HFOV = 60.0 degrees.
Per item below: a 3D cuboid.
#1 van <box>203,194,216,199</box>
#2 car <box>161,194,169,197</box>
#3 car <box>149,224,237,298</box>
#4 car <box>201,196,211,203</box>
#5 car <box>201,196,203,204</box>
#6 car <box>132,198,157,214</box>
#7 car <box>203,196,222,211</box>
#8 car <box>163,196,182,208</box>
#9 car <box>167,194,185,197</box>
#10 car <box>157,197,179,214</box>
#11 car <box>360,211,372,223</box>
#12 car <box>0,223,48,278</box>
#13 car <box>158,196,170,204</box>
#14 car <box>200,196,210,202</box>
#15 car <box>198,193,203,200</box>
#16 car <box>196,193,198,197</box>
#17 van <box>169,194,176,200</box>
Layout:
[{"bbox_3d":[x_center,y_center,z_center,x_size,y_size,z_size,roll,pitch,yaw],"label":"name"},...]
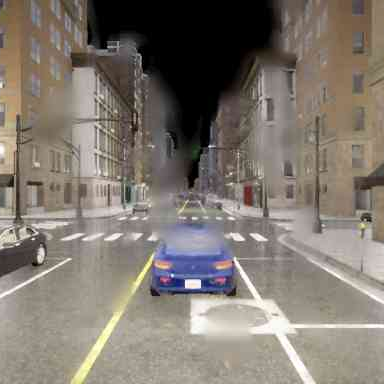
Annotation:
[{"bbox_3d":[2.773,1.335,46.441,1.690,1.788,3.998,0,0,0],"label":"van"},{"bbox_3d":[-5.248,1.433,57.276,1.967,1.590,4.097,0,0,0],"label":"car"},{"bbox_3d":[0.045,1.525,8.427,1.812,1.442,4.674,0,0,1],"label":"car"},{"bbox_3d":[2.839,1.557,68.066,1.947,1.339,4.313,0,0,0],"label":"car"},{"bbox_3d":[2.789,1.575,51.848,1.802,1.307,4.206,0,0,0],"label":"car"},{"bbox_3d":[-5.288,1.546,35.651,2.008,1.369,4.403,0,0,0],"label":"car"},{"bbox_3d":[2.756,1.545,41.035,2.008,1.369,4.403,0,0,0],"label":"car"},{"bbox_3d":[-2.719,1.595,46.092,1.895,1.301,4.718,0,0,0],"label":"car"},{"bbox_3d":[-2.674,1.557,56.414,1.994,1.385,4.181,0,0,1],"label":"car"},{"bbox_3d":[-2.758,1.560,35.979,1.994,1.385,4.181,0,0,1],"label":"car"},{"bbox_3d":[15.136,1.636,23.956,5.357,1.411,2.033,0,0,0],"label":"car"},{"bbox_3d":[-5.362,1.550,8.775,2.008,1.369,4.403,0,0,0],"label":"car"},{"bbox_3d":[-5.238,1.517,62.511,1.752,1.417,4.829,0,0,0],"label":"car"},{"bbox_3d":[2.856,1.542,73.473,2.008,1.369,4.403,0,0,0],"label":"car"},{"bbox_3d":[2.823,1.307,62.660,2.192,1.841,5.009,0,0,0],"label":"car"},{"bbox_3d":[2.922,1.533,95.098,1.887,1.381,4.507,0,0,0],"label":"car"},{"bbox_3d":[-5.186,1.330,89.713,1.690,1.788,3.998,0,0,0],"label":"van"}]
